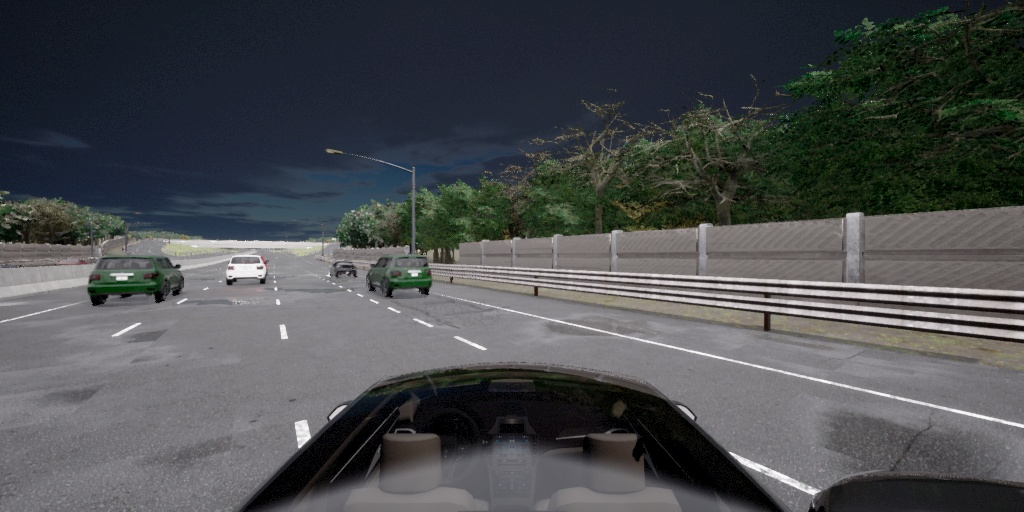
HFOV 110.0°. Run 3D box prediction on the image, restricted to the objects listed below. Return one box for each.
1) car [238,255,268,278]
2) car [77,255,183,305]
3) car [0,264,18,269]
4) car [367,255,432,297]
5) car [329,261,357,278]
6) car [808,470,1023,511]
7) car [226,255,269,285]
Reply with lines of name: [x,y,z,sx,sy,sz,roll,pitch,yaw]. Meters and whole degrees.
car: [-25.262,0.946,35.111,2.150,2.045,5.566,0,0,-34]
car: [-16.935,0.965,16.406,2.150,2.045,5.566,0,0,-34]
car: [-34.952,1.274,24.040,2.033,1.411,5.357,0,0,-34]
car: [-6.096,0.968,19.106,2.150,2.045,5.566,0,0,-34]
car: [-15.897,1.236,33.694,1.837,1.490,4.892,0,0,-34]
car: [2.986,1.315,0.409,4.181,1.385,1.994,0,0,34]
car: [-19.273,0.957,26.159,2.150,2.045,5.566,0,0,-34]
